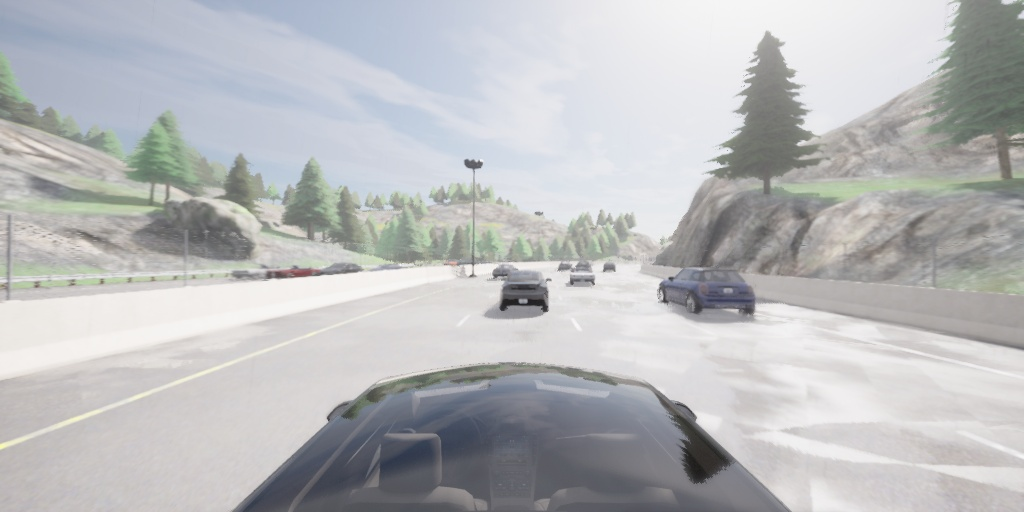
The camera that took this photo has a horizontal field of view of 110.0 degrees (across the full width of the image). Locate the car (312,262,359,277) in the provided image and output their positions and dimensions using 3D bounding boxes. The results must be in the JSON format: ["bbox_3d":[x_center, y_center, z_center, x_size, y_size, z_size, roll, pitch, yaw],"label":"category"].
[{"bbox_3d":[-15.271,1.334,32.291,1.837,1.490,4.892,0,-1,9],"label":"car"}]

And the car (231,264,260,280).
[{"bbox_3d":[-22.387,1.376,32.118,1.895,1.301,4.718,0,0,8],"label":"car"}]

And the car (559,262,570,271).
[{"bbox_3d":[8.945,1.666,59.289,2.128,1.511,4.902,0,0,18],"label":"car"}]

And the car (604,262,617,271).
[{"bbox_3d":[15.940,1.724,58.258,1.837,1.490,4.892,-1,-1,19],"label":"car"}]

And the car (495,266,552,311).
[{"bbox_3d":[0.596,1.344,15.080,1.837,1.490,4.892,0,0,5],"label":"car"}]

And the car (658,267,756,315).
[{"bbox_3d":[7.567,1.236,14.449,2.097,1.767,4.553,0,0,4],"label":"car"}]

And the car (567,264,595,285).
[{"bbox_3d":[5.621,1.563,29.027,1.895,1.301,4.718,0,0,9],"label":"car"}]

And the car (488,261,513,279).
[{"bbox_3d":[-0.527,1.504,35.431,2.033,1.411,5.357,0,0,11],"label":"car"}]

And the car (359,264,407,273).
[{"bbox_3d":[-11.582,1.411,33.506,2.033,1.411,5.357,0,0,9],"label":"car"}]

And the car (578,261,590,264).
[{"bbox_3d":[10.409,1.489,51.646,2.097,1.767,4.553,0,0,15],"label":"car"}]

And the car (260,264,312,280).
[{"bbox_3d":[-18.975,1.396,31.281,1.895,1.301,4.718,0,0,8],"label":"car"}]
